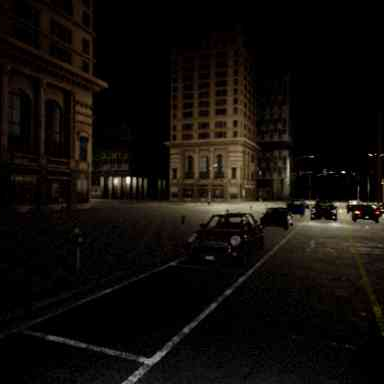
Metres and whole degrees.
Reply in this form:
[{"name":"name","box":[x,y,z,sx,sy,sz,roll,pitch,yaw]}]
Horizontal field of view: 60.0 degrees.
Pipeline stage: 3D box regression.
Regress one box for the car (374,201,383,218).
[{"name":"car","box":[20.240,1.777,34.547,1.967,1.590,4.097,0,0,23]}]

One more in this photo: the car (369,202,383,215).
[{"name":"car","box":[22.455,1.926,39.734,2.008,1.369,4.403,0,0,23]}]

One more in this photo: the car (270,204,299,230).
[{"name":"car","box":[5.752,1.695,22.332,1.947,1.339,4.313,0,0,23]}]

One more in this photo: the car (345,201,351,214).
[{"name":"car","box":[19.652,1.832,40.082,2.128,1.511,4.902,1,0,24]}]

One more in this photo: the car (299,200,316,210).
[{"name":"car","box":[16.830,1.871,48.270,2.008,1.369,4.403,0,0,23]}]

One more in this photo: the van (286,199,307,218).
[{"name":"van","box":[10.186,1.548,32.708,1.690,1.788,3.998,0,0,23]}]

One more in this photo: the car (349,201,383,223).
[{"name":"car","box":[14.560,1.779,28.078,1.812,1.442,4.674,1,0,23]}]

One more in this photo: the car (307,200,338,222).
[{"name":"car","box":[11.445,1.567,28.817,2.097,1.767,4.553,1,0,23]}]

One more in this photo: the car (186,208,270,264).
[{"name":"car","box":[1.322,1.488,11.957,1.967,1.590,4.097,0,0,23]}]

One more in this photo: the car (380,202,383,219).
[{"name":"car","box":[18.024,1.850,29.359,2.008,1.369,4.403,0,0,23]}]
